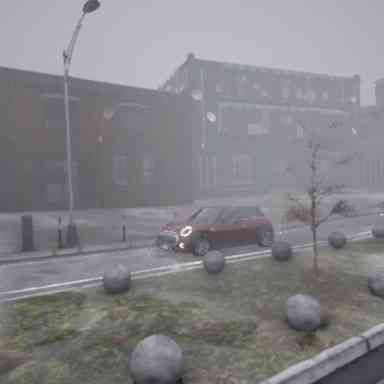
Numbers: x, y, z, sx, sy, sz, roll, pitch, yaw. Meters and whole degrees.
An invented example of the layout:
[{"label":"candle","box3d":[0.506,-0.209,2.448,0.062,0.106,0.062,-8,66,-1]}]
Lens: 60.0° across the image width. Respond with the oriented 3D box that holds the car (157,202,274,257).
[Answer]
[{"label":"car","box3d":[0.943,1.281,12.646,4.553,1.767,2.097,0,0,-33]}]
